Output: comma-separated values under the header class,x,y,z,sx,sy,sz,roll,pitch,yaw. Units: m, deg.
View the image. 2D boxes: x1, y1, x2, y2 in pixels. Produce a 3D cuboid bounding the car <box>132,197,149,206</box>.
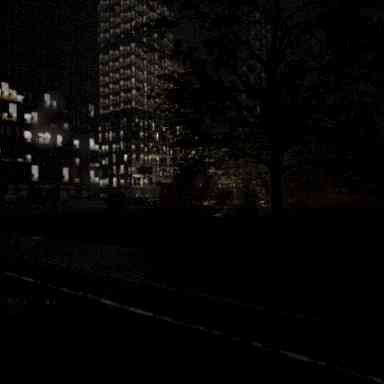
class,x,y,z,sx,sy,sz,roll,pitch,yaw
car,-9.239,1.613,56.080,1.994,1.385,4.181,-1,-1,37
